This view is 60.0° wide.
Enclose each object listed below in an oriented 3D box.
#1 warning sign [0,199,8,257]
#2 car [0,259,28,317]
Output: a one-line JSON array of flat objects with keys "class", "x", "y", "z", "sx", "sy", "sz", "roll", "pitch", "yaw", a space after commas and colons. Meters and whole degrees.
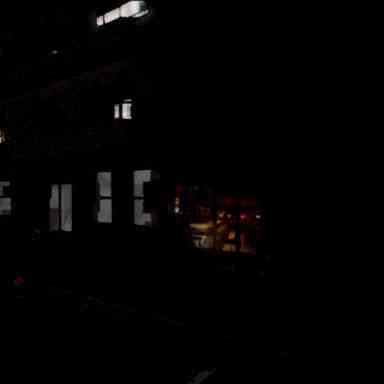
[{"class": "warning sign", "x": -6.856, "y": 1.176, "z": 10.685, "sx": 1.060, "sy": 1.860, "sz": 1.300, "roll": 0, "pitch": 0, "yaw": 35}, {"class": "car", "x": -4.714, "y": 1.620, "z": 6.237, "sx": 4.206, "sy": 1.307, "sz": 1.802, "roll": 0, "pitch": 0, "yaw": 35}]
